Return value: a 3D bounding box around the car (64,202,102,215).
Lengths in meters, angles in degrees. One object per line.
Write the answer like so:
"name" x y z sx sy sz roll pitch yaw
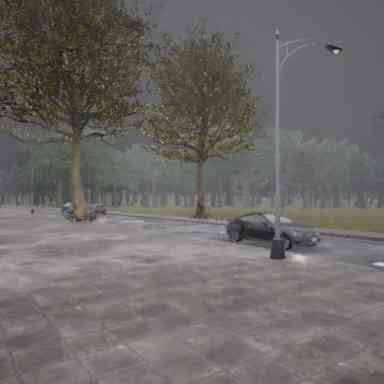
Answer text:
"car" -12.202 2.098 37.087 2.128 1.511 4.902 0 -1 -35

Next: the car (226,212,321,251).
"car" 3.438 1.635 14.922 1.812 1.442 4.674 0 -1 -35

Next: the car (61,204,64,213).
"car" -18.402 2.255 50.747 2.097 1.767 4.553 0 -1 -35

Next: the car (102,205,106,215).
"car" -12.615 2.188 42.660 2.128 1.511 4.902 0 -1 -35
